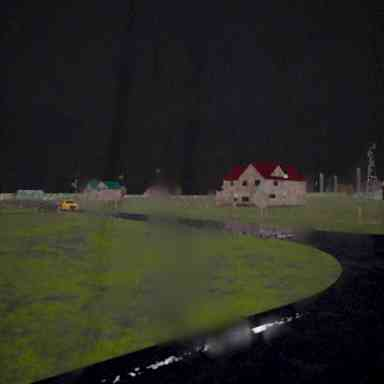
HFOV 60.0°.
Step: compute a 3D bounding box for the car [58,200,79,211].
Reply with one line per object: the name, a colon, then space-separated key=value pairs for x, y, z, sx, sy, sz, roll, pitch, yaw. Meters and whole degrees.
car: x=-18.619 y=1.996 z=50.070 sx=1.882 sy=1.535 sz=5.008 roll=1 pitch=-1 yaw=-36
